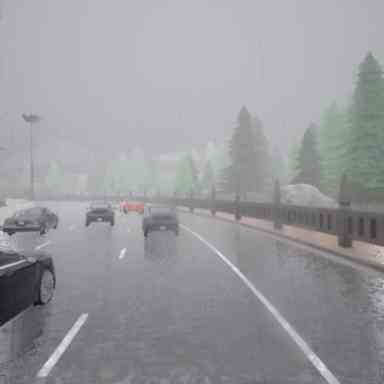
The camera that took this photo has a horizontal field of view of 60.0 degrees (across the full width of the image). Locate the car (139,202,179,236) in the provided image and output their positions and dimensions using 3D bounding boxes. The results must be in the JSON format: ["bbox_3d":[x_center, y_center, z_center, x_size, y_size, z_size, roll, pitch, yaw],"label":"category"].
[{"bbox_3d":[-1.844,1.511,18.563,1.837,1.490,4.892,0,0,-10],"label":"car"}]

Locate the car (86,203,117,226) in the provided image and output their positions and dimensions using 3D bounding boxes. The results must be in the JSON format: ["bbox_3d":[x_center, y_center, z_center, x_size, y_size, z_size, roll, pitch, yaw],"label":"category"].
[{"bbox_3d":[-6.516,1.529,23.816,1.837,1.490,4.892,0,0,-13],"label":"car"}]

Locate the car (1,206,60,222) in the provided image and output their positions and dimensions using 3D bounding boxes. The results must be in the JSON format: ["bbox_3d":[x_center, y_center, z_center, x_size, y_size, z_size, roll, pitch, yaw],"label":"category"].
[{"bbox_3d":[-8.937,1.581,18.909,2.033,1.411,5.357,0,0,-12],"label":"car"}]

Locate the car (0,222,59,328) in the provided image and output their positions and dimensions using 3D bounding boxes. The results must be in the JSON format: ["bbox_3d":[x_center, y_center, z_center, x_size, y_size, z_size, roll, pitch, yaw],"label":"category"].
[{"bbox_3d":[-3.724,1.505,5.126,2.128,1.511,4.902,0,0,-3],"label":"car"}]

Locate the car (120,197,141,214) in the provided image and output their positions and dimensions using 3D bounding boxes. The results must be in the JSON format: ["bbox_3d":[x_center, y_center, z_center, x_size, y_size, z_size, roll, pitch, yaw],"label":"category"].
[{"bbox_3d":[-6.607,1.376,36.195,2.097,1.767,4.553,0,0,-19],"label":"car"}]
